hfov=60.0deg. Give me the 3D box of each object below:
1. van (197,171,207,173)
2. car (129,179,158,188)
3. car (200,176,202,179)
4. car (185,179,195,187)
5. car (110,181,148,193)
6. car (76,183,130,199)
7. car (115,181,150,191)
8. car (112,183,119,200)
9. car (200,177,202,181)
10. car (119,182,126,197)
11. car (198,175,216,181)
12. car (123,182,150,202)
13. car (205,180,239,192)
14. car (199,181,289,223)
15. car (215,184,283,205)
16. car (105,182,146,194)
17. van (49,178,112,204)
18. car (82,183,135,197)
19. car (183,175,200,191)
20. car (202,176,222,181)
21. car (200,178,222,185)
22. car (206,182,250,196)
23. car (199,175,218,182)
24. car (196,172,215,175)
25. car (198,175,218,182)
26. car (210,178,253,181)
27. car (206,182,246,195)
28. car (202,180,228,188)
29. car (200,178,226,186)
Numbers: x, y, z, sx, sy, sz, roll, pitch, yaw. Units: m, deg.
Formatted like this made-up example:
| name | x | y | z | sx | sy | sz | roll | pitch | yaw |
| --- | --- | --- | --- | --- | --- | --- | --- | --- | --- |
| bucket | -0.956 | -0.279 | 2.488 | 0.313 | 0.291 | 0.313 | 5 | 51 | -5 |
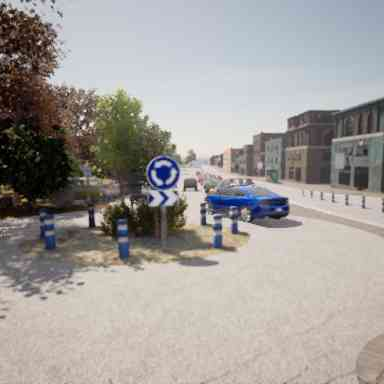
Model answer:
| name | x | y | z | sx | sy | sz | roll | pitch | yaw |
| --- | --- | --- | --- | --- | --- | --- | --- | --- | --- |
| van | 4.021 | -3.972 | 89.237 | 4.442 | 1.987 | 1.878 | 0 | 5 | 0 |
| car | -8.913 | -1.577 | 61.302 | 5.008 | 1.535 | 2.097 | 0 | 4 | 0 |
| car | 4.145 | -1.529 | 58.698 | 4.553 | 1.767 | 2.185 | 0 | 4 | 0 |
| car | -0.374 | -1.877 | 66.492 | 2.033 | 1.411 | 5.357 | 0 | 4 | 0 |
| car | -8.884 | -0.738 | 47.385 | 5.008 | 1.535 | 2.097 | 0 | 3 | 0 |
| car | -8.901 | -0.106 | 33.574 | 4.792 | 1.488 | 2.163 | 0 | 2 | 0 |
| car | -8.887 | -0.895 | 50.298 | 4.892 | 1.521 | 2.231 | 0 | 3 | 0 |
| car | -8.868 | 0.084 | 27.880 | 4.674 | 1.452 | 2.002 | 0 | 2 | 0 |
| car | 4.148 | -1.352 | 55.924 | 4.553 | 1.767 | 2.185 | 0 | 4 | 0 |
| car | -8.871 | 0.000 | 30.664 | 4.674 | 1.452 | 2.002 | 0 | 2 | 0 |
| car | 4.128 | -3.970 | 92.029 | 5.008 | 1.535 | 2.097 | 0 | 5 | 0 |
| car | -3.921 | 0.123 | 27.491 | 2.033 | 1.411 | 5.357 | 0 | 2 | 0 |
| car | 4.221 | -0.874 | 47.576 | 4.553 | 1.767 | 2.185 | 0 | 3 | 0 |
| car | 2.437 | 0.464 | 16.133 | 1.882 | 1.535 | 5.008 | -2 | 4 | -29 |
| car | 4.247 | 0.150 | 25.307 | 4.792 | 1.488 | 2.163 | 0 | 2 | 0 |
| car | -8.881 | -0.596 | 44.598 | 5.008 | 1.535 | 2.097 | 0 | 3 | 0 |
| van | -8.735 | -0.099 | 25.200 | 4.442 | 1.987 | 1.878 | 1 | 2 | 0 |
| car | -9.061 | -0.240 | 36.363 | 5.366 | 1.575 | 1.946 | 0 | 2 | 0 |
| car | -0.257 | -1.293 | 52.725 | 2.150 | 2.045 | 5.566 | 0 | 4 | 0 |
| car | 4.175 | -0.492 | 36.434 | 5.566 | 2.045 | 2.435 | 0 | 2 | 0 |
| car | 4.161 | -2.373 | 72.612 | 4.674 | 1.452 | 2.002 | 0 | 5 | 0 |
| car | 4.207 | -0.351 | 39.231 | 4.892 | 1.521 | 2.231 | 0 | 2 | 0 |
| car | 4.176 | -3.417 | 83.571 | 4.553 | 1.767 | 2.185 | 0 | 5 | 0 |
| car | 4.126 | -2.885 | 75.363 | 5.566 | 2.045 | 2.435 | 0 | 5 | 0 |
| car | 4.135 | -3.522 | 86.480 | 4.892 | 1.521 | 2.231 | 0 | 5 | 0 |
| car | 4.180 | -0.174 | 30.869 | 4.553 | 1.767 | 2.185 | 0 | 2 | 0 |
| car | 4.226 | -0.442 | 42.008 | 4.792 | 1.488 | 2.163 | 0 | 3 | 0 |
| car | 4.170 | -1.549 | 61.490 | 4.674 | 1.452 | 2.002 | 0 | 4 | 0 |
| car | 4.170 | -1.985 | 67.052 | 5.008 | 1.535 | 2.097 | 0 | 4 | 0 |
